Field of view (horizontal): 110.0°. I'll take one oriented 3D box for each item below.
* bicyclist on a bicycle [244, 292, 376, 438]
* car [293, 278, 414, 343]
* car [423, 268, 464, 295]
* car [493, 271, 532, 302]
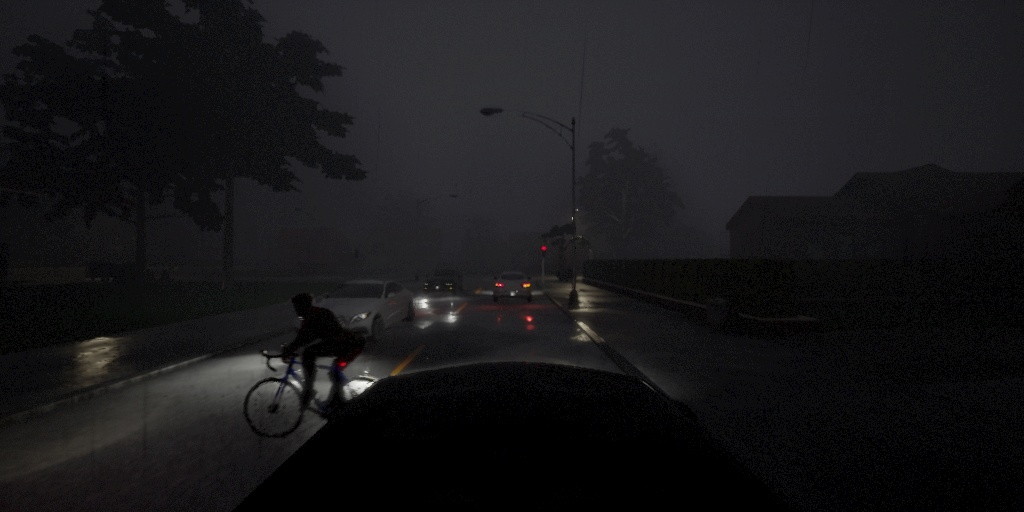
[{"bbox_3d":[-2.174,1.230,4.004,1.656,1.620,0.582,-1,-1,0],"label":"bicyclist on a bicycle"},{"bbox_3d":[-4.114,1.381,10.184,1.812,1.442,4.674,0,-1,0],"label":"car"},{"bbox_3d":[-4.087,1.506,21.994,1.837,1.490,4.892,0,-1,0],"label":"car"},{"bbox_3d":[0.028,1.480,18.234,1.812,1.442,4.674,0,-1,0],"label":"car"}]
